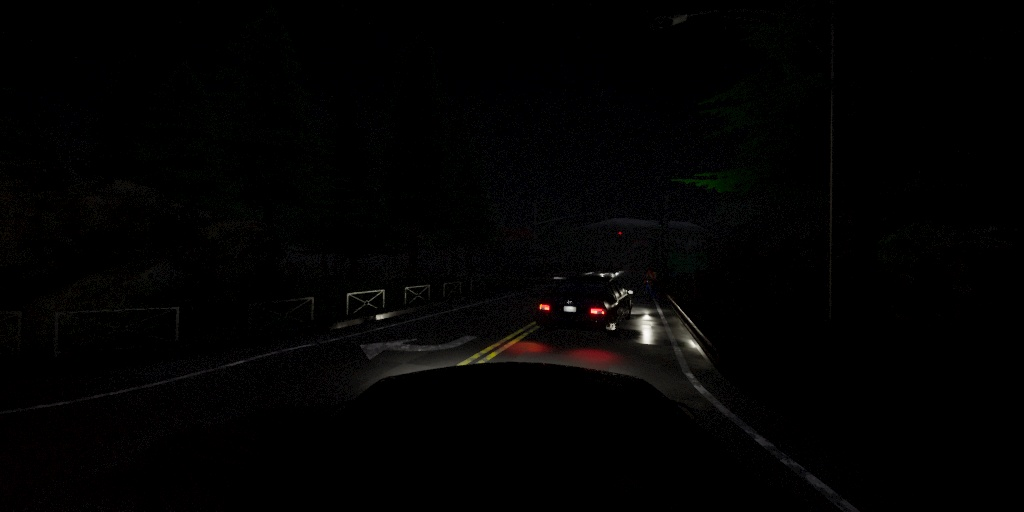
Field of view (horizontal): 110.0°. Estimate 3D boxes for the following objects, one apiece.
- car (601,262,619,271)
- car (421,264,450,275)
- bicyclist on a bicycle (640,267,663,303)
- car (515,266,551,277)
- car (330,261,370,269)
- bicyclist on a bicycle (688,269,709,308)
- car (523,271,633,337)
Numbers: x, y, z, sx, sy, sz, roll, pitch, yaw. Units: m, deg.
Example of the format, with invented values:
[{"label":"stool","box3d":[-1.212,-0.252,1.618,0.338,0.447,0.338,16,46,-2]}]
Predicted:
[{"label":"car","box3d":[15.624,1.969,57.913,2.097,1.767,4.553,1,-1,20]},{"label":"car","box3d":[-9.849,1.706,46.350,4.181,1.385,1.994,1,-1,20]},{"label":"bicyclist on a bicycle","box3d":[6.430,1.345,16.490,1.656,1.620,0.582,1,-1,-31]},{"label":"car","box3d":[2.493,1.878,41.710,4.181,1.385,1.994,1,-1,26]},{"label":"car","box3d":[-22.746,1.509,51.225,5.357,1.411,2.033,1,-1,23]},{"label":"bicyclist on a bicycle","box3d":[7.875,1.358,15.107,1.656,1.620,0.582,1,-1,-34]},{"label":"car","box3d":[2.304,1.280,10.283,2.033,1.411,5.357,1,-1,24]}]
